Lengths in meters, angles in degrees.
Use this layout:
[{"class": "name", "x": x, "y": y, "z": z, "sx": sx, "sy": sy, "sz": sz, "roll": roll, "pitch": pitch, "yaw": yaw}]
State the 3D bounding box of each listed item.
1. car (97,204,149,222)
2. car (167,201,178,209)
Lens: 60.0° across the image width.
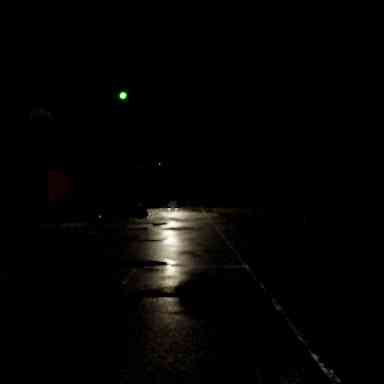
[{"class": "car", "x": -6.079, "y": 1.863, "z": 29.717, "sx": 2.128, "sy": 1.511, "sz": 4.902, "roll": 1, "pitch": -1, "yaw": 41}, {"class": "car", "x": -3.508, "y": 2.270, "z": 60.884, "sx": 2.033, "sy": 1.411, "sz": 5.357, "roll": 0, "pitch": -1, "yaw": 0}]
